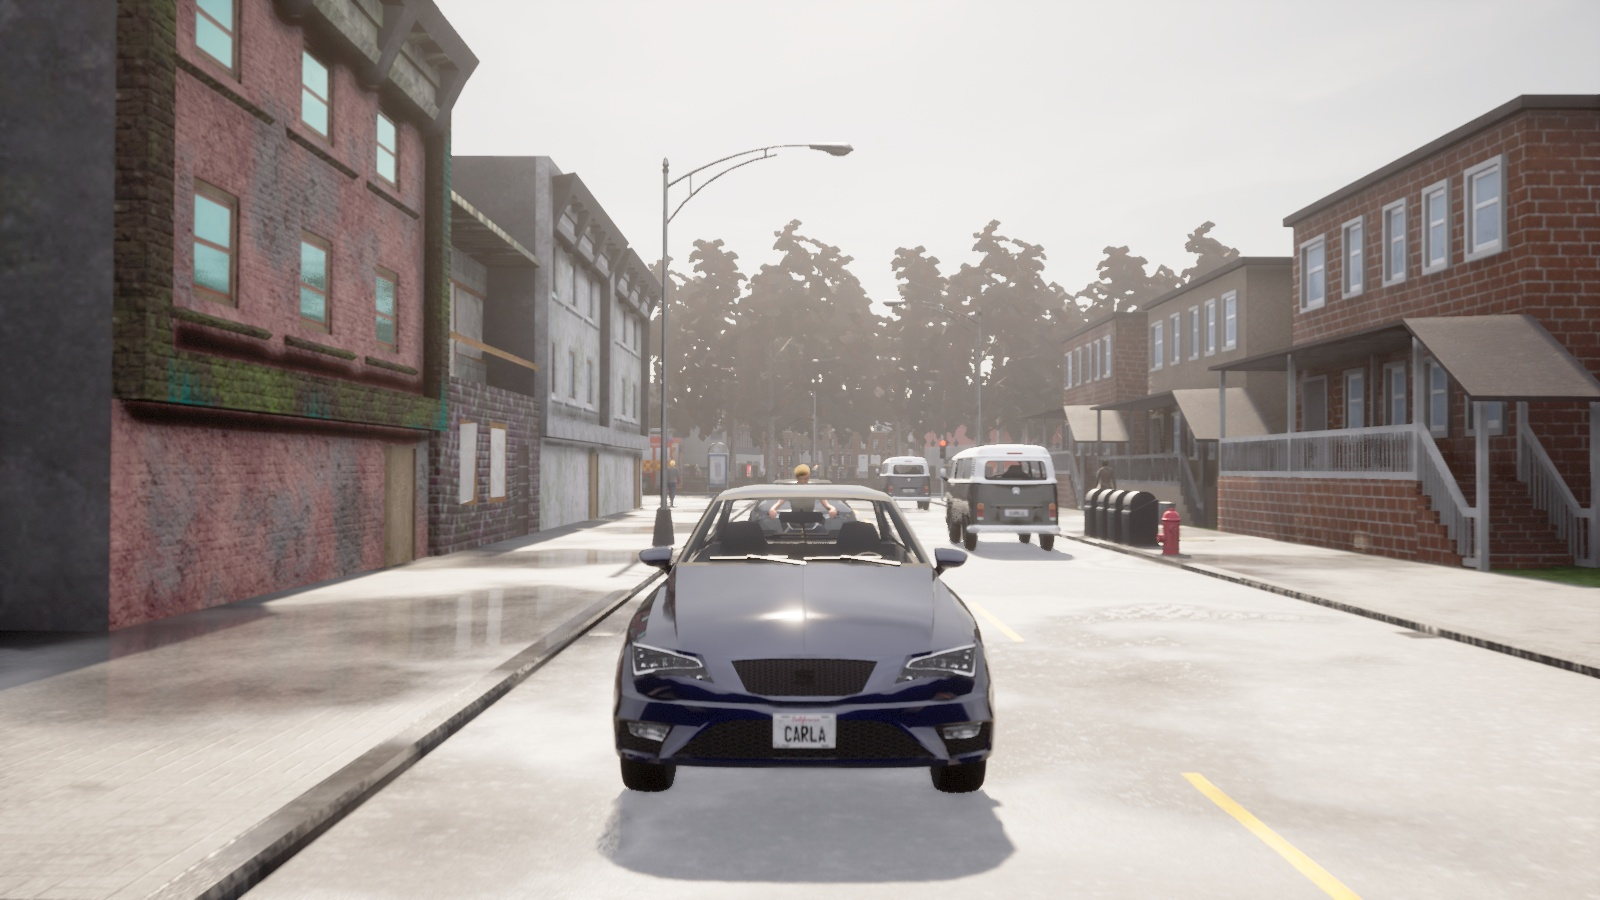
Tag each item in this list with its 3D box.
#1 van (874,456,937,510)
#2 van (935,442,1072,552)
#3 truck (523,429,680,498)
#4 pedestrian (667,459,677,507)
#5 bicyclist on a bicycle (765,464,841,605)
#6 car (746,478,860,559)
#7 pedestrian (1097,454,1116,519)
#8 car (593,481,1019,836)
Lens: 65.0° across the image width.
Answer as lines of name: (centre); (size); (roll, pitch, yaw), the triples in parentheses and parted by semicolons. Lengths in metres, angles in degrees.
van: (4.092, 1.269, 49.392); (2.069, 2.038, 4.480); (0, -1, 0)
van: (4.052, 0.910, 25.707); (2.069, 2.038, 4.480); (0, -1, 0)
truck: (-11.415, 0.795, 72.527); (8.468, 3.827, 2.891); (0, -1, 8)
pedestrian: (-4.900, 1.273, 48.171); (0.354, 1.836, 0.706); (0, -1, -3)
bicyclist on a bicycle: (0.036, 0.978, 15.136); (0.866, 1.612, 1.509); (0, -1, 0)
car: (0.050, 1.242, 24.122); (1.994, 1.385, 4.181); (0, -1, 0)
pedestrian: (8.683, 1.028, 35.601); (0.328, 1.805, 0.869); (0, -1, 0)
car: (0.023, 0.939, 7.459); (1.816, 1.474, 4.193); (0, -1, 0)
